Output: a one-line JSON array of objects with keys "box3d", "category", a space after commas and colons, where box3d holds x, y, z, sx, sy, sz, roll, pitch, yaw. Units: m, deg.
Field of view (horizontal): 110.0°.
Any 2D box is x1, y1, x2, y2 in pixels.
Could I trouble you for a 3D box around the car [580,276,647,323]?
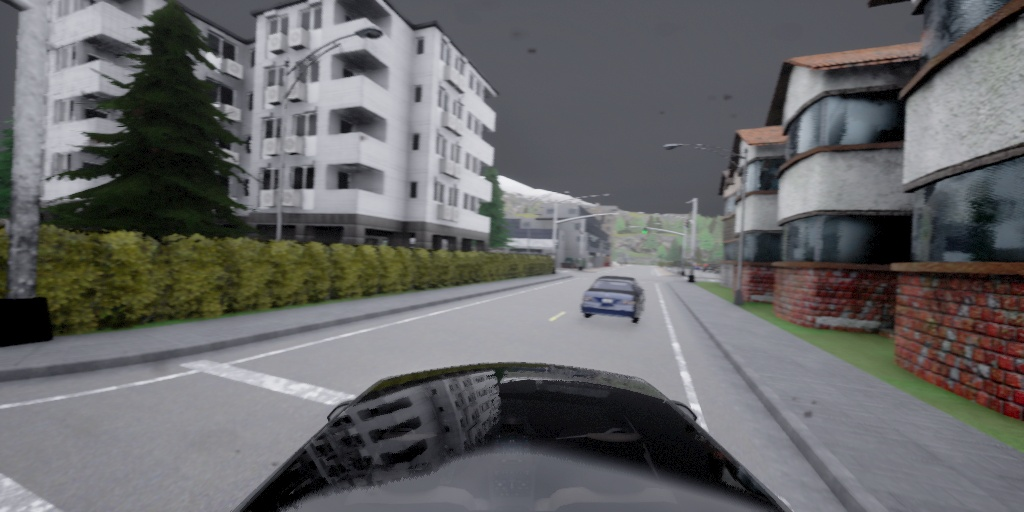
[{"box3d": [3.834, 1.440, 13.165, 2.033, 1.411, 5.357, 3, 0, 22], "category": "car"}]
